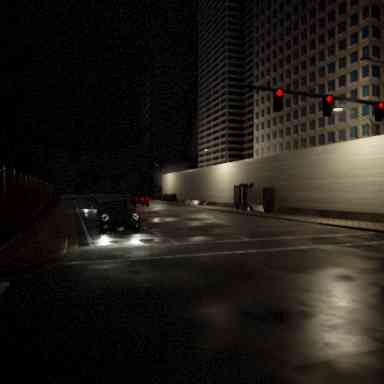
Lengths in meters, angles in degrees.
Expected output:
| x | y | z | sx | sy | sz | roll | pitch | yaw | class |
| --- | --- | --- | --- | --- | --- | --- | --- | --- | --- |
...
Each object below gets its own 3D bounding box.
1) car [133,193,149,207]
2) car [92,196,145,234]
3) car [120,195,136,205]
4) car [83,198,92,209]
| x | y | z | sx | sy | sz | roll | pitch | yaw | class |
| --- | --- | --- | --- | --- | --- | --- | --- | --- | --- |
| -7.796 | 1.139 | 49.339 | 2.150 | 2.045 | 5.566 | 0 | 0 | -18 | car |
| -4.369 | 1.302 | 19.137 | 2.097 | 1.767 | 4.553 | 0 | 0 | -20 | car |
| -11.382 | 1.394 | 58.969 | 2.128 | 1.511 | 4.902 | 0 | 0 | -20 | car |
| -13.048 | 1.462 | 42.934 | 2.033 | 1.411 | 5.357 | 0 | 0 | -20 | car |
